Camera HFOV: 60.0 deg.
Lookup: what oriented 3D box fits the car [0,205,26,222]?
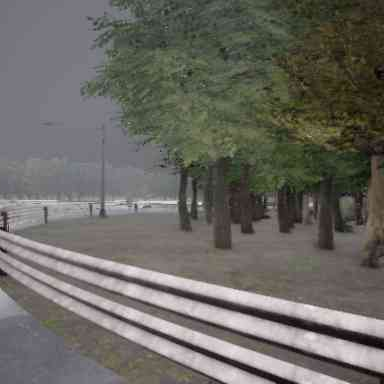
[{"bbox_3d":[-15.891,1.895,28.342,1.837,1.490,4.892,0,-1,-5],"label":"car"}]
